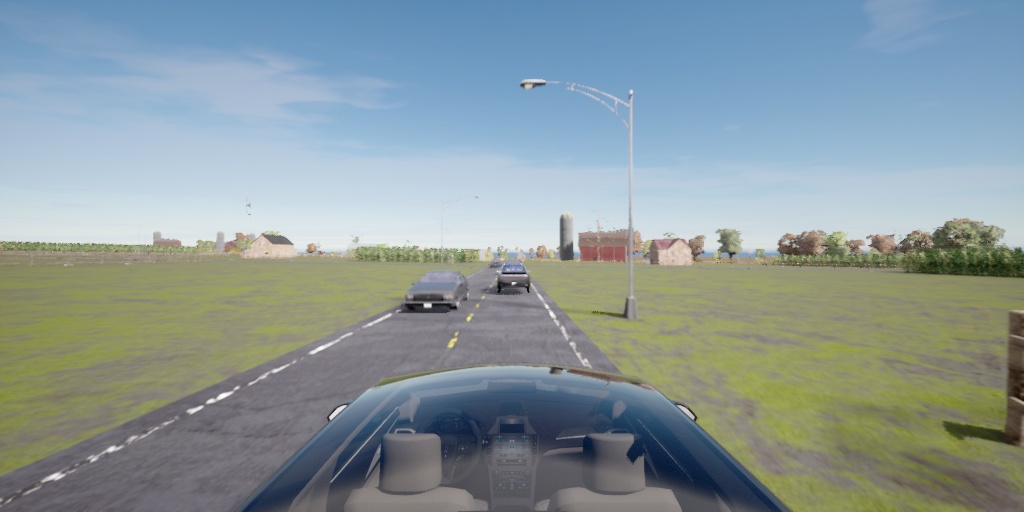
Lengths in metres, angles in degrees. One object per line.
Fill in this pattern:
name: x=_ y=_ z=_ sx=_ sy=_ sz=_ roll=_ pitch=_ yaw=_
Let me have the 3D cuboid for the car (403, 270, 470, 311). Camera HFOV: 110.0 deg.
car: x=-2.856 y=1.296 z=14.811 sx=2.033 sy=1.411 sz=5.357 roll=0 pitch=0 yaw=0

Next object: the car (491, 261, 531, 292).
car: x=0.094 y=1.242 z=21.146 sx=2.128 sy=1.511 sz=4.902 roll=0 pitch=0 yaw=0

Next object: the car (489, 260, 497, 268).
car: x=-2.770 y=1.356 z=61.437 sx=1.994 sy=1.385 sz=4.181 roll=0 pitch=0 yaw=0
